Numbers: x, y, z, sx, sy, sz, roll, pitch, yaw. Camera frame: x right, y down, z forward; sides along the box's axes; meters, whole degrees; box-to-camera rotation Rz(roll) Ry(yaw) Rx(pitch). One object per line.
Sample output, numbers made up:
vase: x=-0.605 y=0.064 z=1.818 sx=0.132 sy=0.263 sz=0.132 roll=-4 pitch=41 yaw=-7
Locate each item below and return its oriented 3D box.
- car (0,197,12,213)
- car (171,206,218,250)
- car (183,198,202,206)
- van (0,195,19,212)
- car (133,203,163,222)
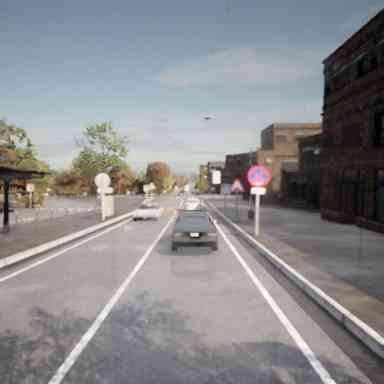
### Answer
car: x=-22.153 y=1.560 z=34.963 sx=4.792 sy=1.488 sz=2.163 roll=0 pitch=0 yaw=0
car: x=0.096 y=1.549 z=14.223 sx=2.033 sy=1.411 sz=5.357 roll=0 pitch=0 yaw=0
car: x=0.094 y=1.323 z=34.365 sx=1.812 sy=1.442 sz=4.674 roll=0 pitch=3 yaw=0
van: x=-22.010 y=1.309 z=37.737 sx=4.442 sy=1.987 sz=1.878 roll=0 pitch=0 yaw=0
car: x=-3.347 y=1.542 z=25.847 sx=1.895 sy=1.301 sz=4.718 roll=0 pitch=0 yaw=0
